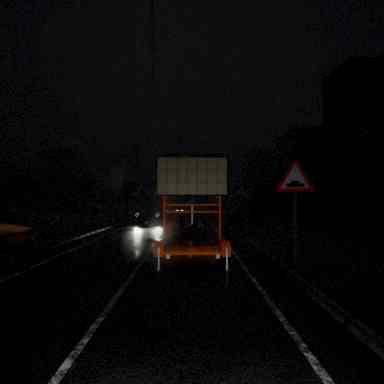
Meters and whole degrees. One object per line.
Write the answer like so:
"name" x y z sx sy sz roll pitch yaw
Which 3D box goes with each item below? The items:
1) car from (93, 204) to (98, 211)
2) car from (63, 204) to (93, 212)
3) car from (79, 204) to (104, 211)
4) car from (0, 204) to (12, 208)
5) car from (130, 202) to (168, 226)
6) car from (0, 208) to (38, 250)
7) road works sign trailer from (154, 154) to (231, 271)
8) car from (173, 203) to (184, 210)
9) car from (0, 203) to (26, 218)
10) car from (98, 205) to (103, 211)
"car" -21.915 3.173 66.133 4.892 1.521 2.231 0 -2 0
"car" -21.925 3.103 62.857 4.674 1.452 2.002 0 -2 0
"car" -21.903 3.425 72.550 4.674 1.452 2.002 0 -2 0
"car" -21.953 2.189 35.367 4.674 1.452 2.002 0 -2 0
"car" -3.372 1.777 26.959 2.097 1.767 4.553 0 -2 0
"car" -9.394 1.586 14.012 5.366 1.575 1.946 0 -1 0
"road works sign trailer" 0.005 0.533 11.097 2.380 3.560 2.880 0 -1 -1
"car" -3.180 3.931 85.675 1.994 1.385 4.181 0 -2 0
"car" -22.018 2.127 38.541 4.553 1.767 2.185 0 -2 0
"car" -21.918 3.280 69.405 5.008 1.535 2.097 0 -2 0
